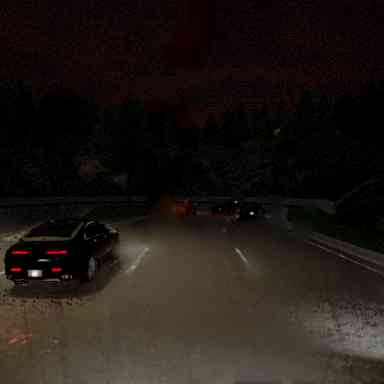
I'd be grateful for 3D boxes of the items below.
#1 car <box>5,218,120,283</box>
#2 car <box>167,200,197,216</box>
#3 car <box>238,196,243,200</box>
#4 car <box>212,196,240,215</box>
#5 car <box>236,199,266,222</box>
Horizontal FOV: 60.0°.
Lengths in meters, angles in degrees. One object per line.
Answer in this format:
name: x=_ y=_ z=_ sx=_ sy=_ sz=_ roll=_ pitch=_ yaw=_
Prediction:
car: x=-3.393 y=1.505 z=9.621 sx=1.837 sy=1.490 sz=4.892 roll=0 pitch=0 yaw=0
car: x=-0.838 y=1.477 z=32.115 sx=1.882 sy=1.535 sz=5.008 roll=0 pitch=0 yaw=15
car: x=6.003 y=1.352 z=44.171 sx=2.097 sy=1.767 sz=4.553 roll=0 pitch=0 yaw=12
car: x=3.338 y=1.477 z=34.042 sx=1.882 sy=1.535 sz=5.008 roll=0 pitch=0 yaw=16
car: x=4.946 y=1.564 z=26.759 sx=1.994 sy=1.385 sz=4.181 roll=0 pitch=0 yaw=13
